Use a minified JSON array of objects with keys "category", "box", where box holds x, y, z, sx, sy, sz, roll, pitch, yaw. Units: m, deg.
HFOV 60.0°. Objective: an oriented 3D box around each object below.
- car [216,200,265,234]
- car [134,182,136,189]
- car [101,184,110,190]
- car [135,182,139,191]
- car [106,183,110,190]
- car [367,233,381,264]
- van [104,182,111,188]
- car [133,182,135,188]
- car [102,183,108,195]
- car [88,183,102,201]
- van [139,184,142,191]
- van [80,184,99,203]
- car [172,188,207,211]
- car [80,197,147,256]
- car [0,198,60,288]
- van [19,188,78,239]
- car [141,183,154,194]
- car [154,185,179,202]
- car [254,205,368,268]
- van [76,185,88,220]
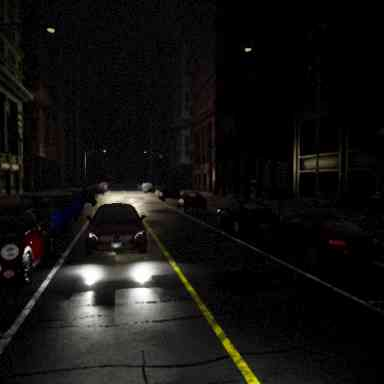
[{"category":"car","box":[2.400,1.055,15.460,2.008,1.369,4.403,0,2,-13]},{"category":"car","box":[-12.526,-1.172,81.564,1.752,1.417,4.829,0,2,-13]},{"category":"car","box":[-22.043,-1.297,85.007,1.947,1.339,4.313,0,2,-13]},{"category":"car","box":[-11.248,-1.071,75.901,1.967,1.590,4.097,0,2,-13]},{"category":"car","box":[-17.079,-0.573,63.025,1.947,1.339,4.313,0,2,-13]},{"category":"car","box":[4.882,1.429,4.470,2.008,1.369,4.403,0,2,-13]},{"category":"van","box":[-19.560,-1.160,74.009,1.690,1.788,3.998,0,2,-13]},{"category":"car","box":[-13.729,-1.322,86.894,2.008,1.369,4.403,0,2,-13]},{"category":"car","box":[-14.598,-0.232,52.033,1.887,1.381,4.507,0,2,-13]},{"category":"car","box":[-9.633,0.273,30.044,2.192,1.841,5.009,0,2,-13]},{"category":"van","box":[-8.766,-0.808,64.907,1.690,1.788,3.998,0,2,-13]},{"category":"van","box":[-10.874,0.114,35.540,1.690,1.788,3.998,0,2,-13]},{"category":"car","box":[-0.081,0.677,26.449,1.887,1.381,4.507,0,2,-13]},{"category":"car","box":[-2.618,1.127,11.533,1.812,1.442,4.674,0,2,-13]},{"category":"car","box":[-4.671,1.142,8.069,1.967,1.590,4.097,0,2,-13]},{"category":"van","box":[-5.911,0.856,13.561,1.690,1.788,3.998,0,2,-13]},{"category":"car","box":[-7.563,-0.448,59.584,1.752,1.417,4.829,0,2,-13]},{"category":"car","box":[-2.562,0.078,37.431,2.192,1.841,5.009,0,2,-13]},{"category":"car","box":[3.641,1.273,9.966,1.802,1.307,4.206,0,2,-13]},{"category":"van","box":[-7.152,0.670,19.055,1.690,1.788,3.998,0,2,-13]}]
